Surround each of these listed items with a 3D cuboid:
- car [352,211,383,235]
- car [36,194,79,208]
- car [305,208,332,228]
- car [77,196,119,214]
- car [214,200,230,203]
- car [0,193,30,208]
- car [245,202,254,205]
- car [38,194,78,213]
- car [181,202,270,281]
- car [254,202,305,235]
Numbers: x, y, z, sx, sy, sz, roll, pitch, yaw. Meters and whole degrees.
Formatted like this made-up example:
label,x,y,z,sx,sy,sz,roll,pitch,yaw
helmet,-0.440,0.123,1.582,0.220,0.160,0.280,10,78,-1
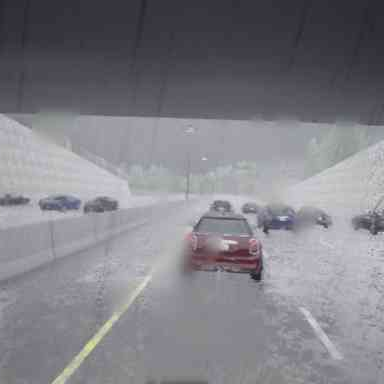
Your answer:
label,x,y,z,sx,sy,sz,roll,pitch,yaw
car,12.527,2.053,22.553,2.128,1.511,4.902,3,0,5
car,-14.521,0.924,36.334,2.033,1.411,5.357,3,0,5
car,9.326,1.970,26.139,2.033,1.411,5.357,3,0,5
car,-8.083,1.135,29.884,1.882,1.535,5.008,3,0,5
car,2.539,1.476,28.728,2.097,1.767,4.553,3,0,5
car,-18.324,0.809,33.194,1.895,1.301,4.718,3,0,5
car,6.954,1.887,39.282,1.994,1.385,4.181,3,0,5
car,-11.603,0.980,29.778,1.882,1.535,5.008,3,0,5
car,0.950,1.398,10.429,2.097,1.767,4.553,3,0,5
car,5.403,1.598,21.251,2.097,1.767,4.553,3,0,5
